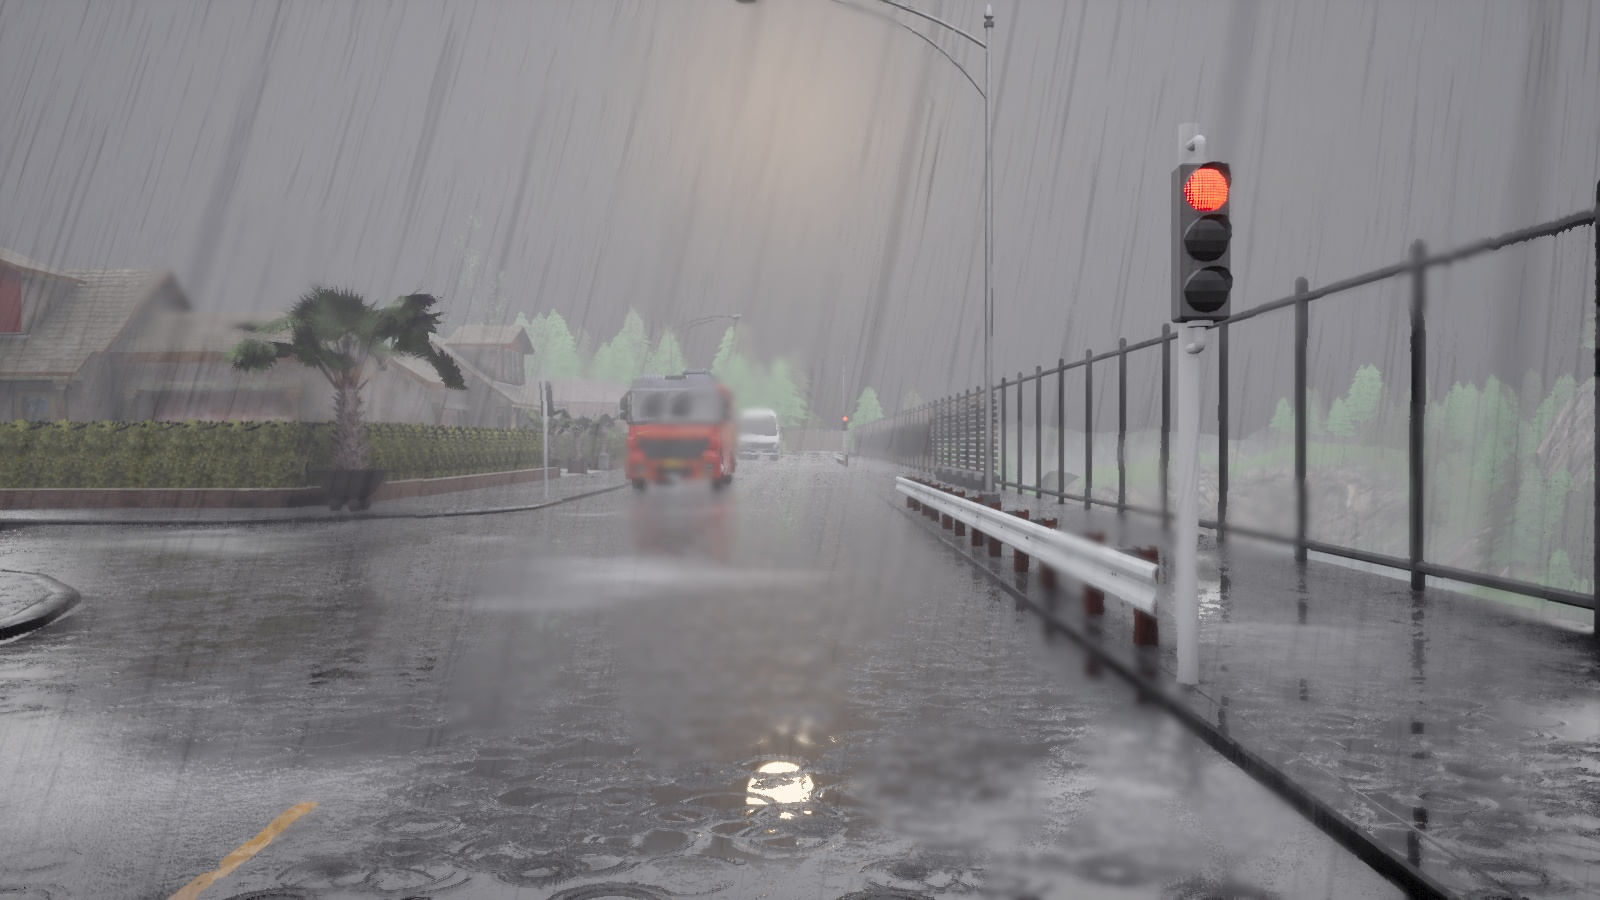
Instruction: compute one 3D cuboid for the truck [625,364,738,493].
[{"bbox_3d":[-3.747,-0.656,41.568,2.891,3.827,8.468,0,0,0],"label":"truck"}]
